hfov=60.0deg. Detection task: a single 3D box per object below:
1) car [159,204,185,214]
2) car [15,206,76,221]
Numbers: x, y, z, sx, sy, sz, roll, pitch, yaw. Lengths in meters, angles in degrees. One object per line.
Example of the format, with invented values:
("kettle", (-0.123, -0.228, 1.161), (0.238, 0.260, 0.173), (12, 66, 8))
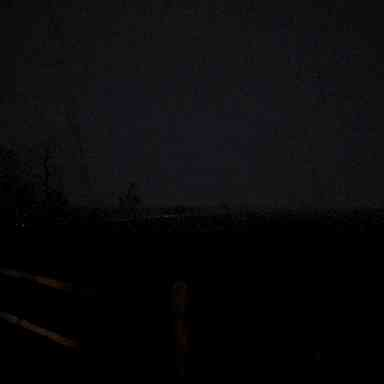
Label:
("car", (-2.815, 2.443, 47.298), (1.994, 1.385, 4.181), (1, -1, 36))
("car", (-13.881, 2.025, 31.852), (2.033, 1.411, 5.357), (1, -1, 36))
